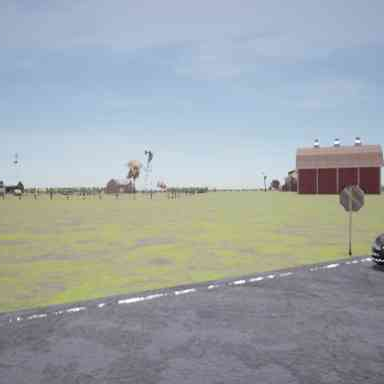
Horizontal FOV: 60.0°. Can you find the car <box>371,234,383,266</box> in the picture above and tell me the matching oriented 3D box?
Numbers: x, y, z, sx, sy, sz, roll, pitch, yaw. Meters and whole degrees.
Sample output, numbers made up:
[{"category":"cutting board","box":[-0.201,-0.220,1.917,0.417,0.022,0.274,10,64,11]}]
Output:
[{"category":"car","box":[7.226,1.373,9.823,4.892,1.490,1.837,-1,0,-34]}]
